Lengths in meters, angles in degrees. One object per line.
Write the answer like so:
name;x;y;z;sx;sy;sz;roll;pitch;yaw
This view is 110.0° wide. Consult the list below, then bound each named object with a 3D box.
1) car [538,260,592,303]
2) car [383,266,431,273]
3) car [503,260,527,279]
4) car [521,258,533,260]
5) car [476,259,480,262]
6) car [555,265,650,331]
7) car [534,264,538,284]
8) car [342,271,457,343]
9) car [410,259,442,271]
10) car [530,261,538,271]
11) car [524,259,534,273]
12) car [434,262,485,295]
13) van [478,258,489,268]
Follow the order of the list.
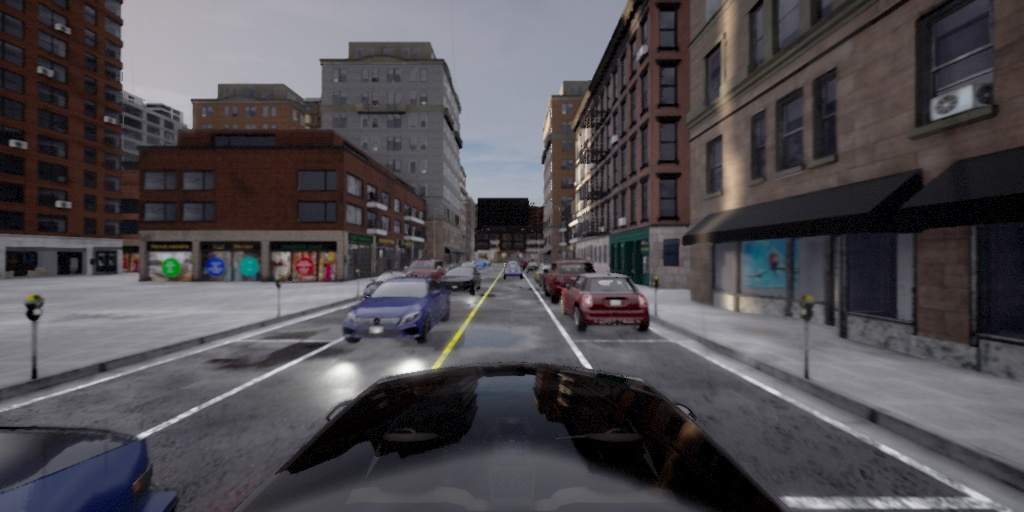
car;2.634;1.113;16.724;2.192;1.841;5.009;0;0;0
car;-5.391;1.349;16.723;2.007;1.370;4.403;0;0;0
car;0.098;1.404;34.425;2.033;1.411;5.357;0;0;0
car;2.628;1.243;56.356;2.192;1.841;5.009;0;0;0
car;-5.395;1.416;44.862;1.751;1.417;4.829;0;0;0
car;2.635;1.220;11.062;1.967;1.591;4.097;0;0;0
car;2.633;1.382;22.386;1.948;1.339;4.313;0;0;0
car;-2.853;1.302;9.873;1.812;1.442;4.674;0;0;0
car;-5.392;1.132;22.385;2.192;1.841;5.009;0;0;0
car;2.632;1.360;28.218;1.751;1.417;4.829;0;0;0
car;2.630;1.441;45.033;2.007;1.370;4.403;0;0;0
car;-2.837;1.288;20.364;1.882;1.535;5.008;0;0;0
van;-5.398;1.288;62.018;1.690;1.789;3.998;0;0;0
